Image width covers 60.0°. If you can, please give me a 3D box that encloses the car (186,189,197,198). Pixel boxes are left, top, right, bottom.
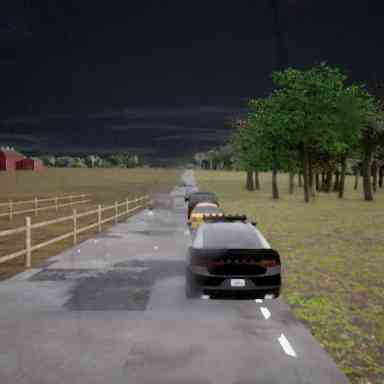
[{"bbox_3d":[-0.117,0.237,58.983,1.895,1.301,4.718,0,2,0],"label":"car"}]

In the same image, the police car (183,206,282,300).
[{"bbox_3d":[0.808,1.384,8.485,1.930,1.638,5.238,0,0,0],"label":"police car"}]

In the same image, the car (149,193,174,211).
[{"bbox_3d":[-2.914,0.884,32.374,2.097,1.767,4.553,0,2,0],"label":"car"}]

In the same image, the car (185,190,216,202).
[{"bbox_3d":[0.777,0.949,24.395,2.150,2.045,5.566,0,1,0],"label":"car"}]

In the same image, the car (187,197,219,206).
[{"bbox_3d":[0.788,1.290,18.562,1.801,1.575,5.366,0,1,0],"label":"car"}]
